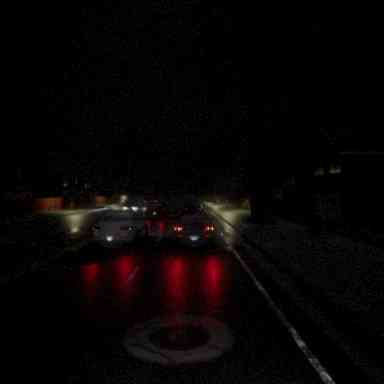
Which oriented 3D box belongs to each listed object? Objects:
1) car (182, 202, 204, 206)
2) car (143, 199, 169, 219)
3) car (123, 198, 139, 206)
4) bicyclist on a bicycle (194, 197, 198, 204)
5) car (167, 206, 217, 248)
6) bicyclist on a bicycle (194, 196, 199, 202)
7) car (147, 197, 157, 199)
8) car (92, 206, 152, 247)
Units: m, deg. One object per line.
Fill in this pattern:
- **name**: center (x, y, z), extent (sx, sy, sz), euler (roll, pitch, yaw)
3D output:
- **car**: center (0.089, 1.592, 29.337), extent (2.128, 1.511, 4.902), euler (0, 0, 0)
- **car**: center (-3.155, 1.630, 30.444), extent (1.812, 1.442, 4.674), euler (0, 0, 0)
- **car**: center (-9.782, 1.771, 53.712), extent (1.812, 1.442, 4.674), euler (0, -1, 0)
- **bicyclist on a bicycle**: center (0.930, 1.798, 70.806), extent (0.866, 1.612, 1.509), euler (0, 0, 0)
- **car**: center (0.079, 1.565, 14.815), extent (1.812, 1.442, 4.674), euler (0, 0, 0)
- **bicyclist on a bicycle**: center (0.929, 1.669, 61.805), extent (0.659, 1.776, 1.843), euler (0, 0, 0)
- **car**: center (-6.534, 1.596, 53.621), extent (2.097, 1.767, 4.553), euler (0, 0, 0)
- **car**: center (-3.164, 1.566, 15.132), extent (1.812, 1.442, 4.674), euler (0, 0, 0)
